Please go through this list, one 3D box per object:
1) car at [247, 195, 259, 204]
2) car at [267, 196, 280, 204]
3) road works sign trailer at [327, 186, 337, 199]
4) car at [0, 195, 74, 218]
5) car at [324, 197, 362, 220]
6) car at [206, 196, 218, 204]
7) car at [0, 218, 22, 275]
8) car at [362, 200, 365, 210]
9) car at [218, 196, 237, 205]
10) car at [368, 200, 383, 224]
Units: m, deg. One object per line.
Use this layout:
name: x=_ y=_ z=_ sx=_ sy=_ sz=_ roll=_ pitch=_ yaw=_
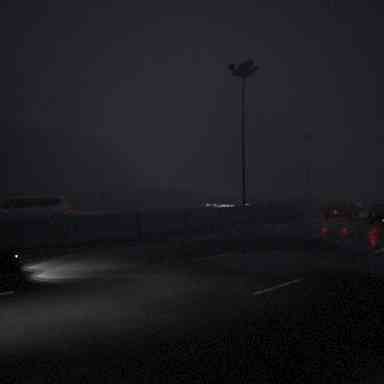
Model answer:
car: x=10.661 y=1.326 z=57.773 sx=1.837 sy=1.490 sz=4.892 roll=0 pitch=0 yaw=13
car: x=13.542 y=1.381 z=54.933 sx=1.994 sy=1.385 sz=4.181 roll=0 pitch=0 yaw=15
road works sign trailer: x=36.037 y=0.118 z=86.467 sx=2.380 sy=3.560 sz=2.880 roll=0 pitch=0 yaw=-12
car: x=-9.631 y=1.214 z=18.905 sx=5.566 sy=2.045 sz=2.150 roll=0 pitch=0 yaw=-39
car: x=12.186 y=1.367 z=26.987 sx=1.882 sy=1.535 sz=5.008 roll=0 pitch=0 yaw=35
car: x=3.836 y=1.392 z=58.937 sx=2.033 sy=1.411 sz=5.357 roll=0 pitch=0 yaw=14
car: x=-6.906 y=1.557 z=7.498 sx=5.357 sy=1.411 sz=2.033 roll=0 pitch=0 yaw=-36
car: x=19.114 y=1.359 z=39.107 sx=1.812 sy=1.442 sz=4.674 roll=0 pitch=0 yaw=25
car: x=6.298 y=1.335 z=54.951 sx=2.128 sy=1.511 sz=4.902 roll=0 pitch=0 yaw=17
car: x=13.528 y=1.494 z=22.804 sx=1.895 sy=1.301 sz=4.718 roll=0 pitch=0 yaw=37
